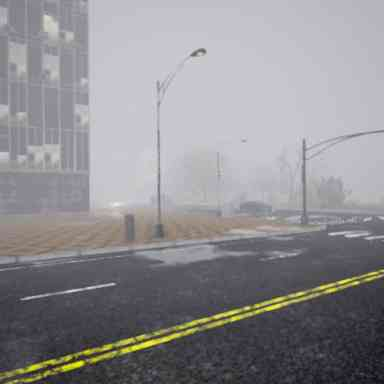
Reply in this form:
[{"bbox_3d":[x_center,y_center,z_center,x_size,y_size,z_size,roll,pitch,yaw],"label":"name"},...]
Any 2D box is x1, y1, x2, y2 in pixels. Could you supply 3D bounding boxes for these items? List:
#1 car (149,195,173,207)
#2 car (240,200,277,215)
[{"bbox_3d":[-5.482,1.480,58.175,2.150,2.045,5.566,-1,0,-33],"label":"car"},{"bbox_3d":[7.549,1.722,38.218,2.128,1.511,4.902,-1,0,-33],"label":"car"}]
